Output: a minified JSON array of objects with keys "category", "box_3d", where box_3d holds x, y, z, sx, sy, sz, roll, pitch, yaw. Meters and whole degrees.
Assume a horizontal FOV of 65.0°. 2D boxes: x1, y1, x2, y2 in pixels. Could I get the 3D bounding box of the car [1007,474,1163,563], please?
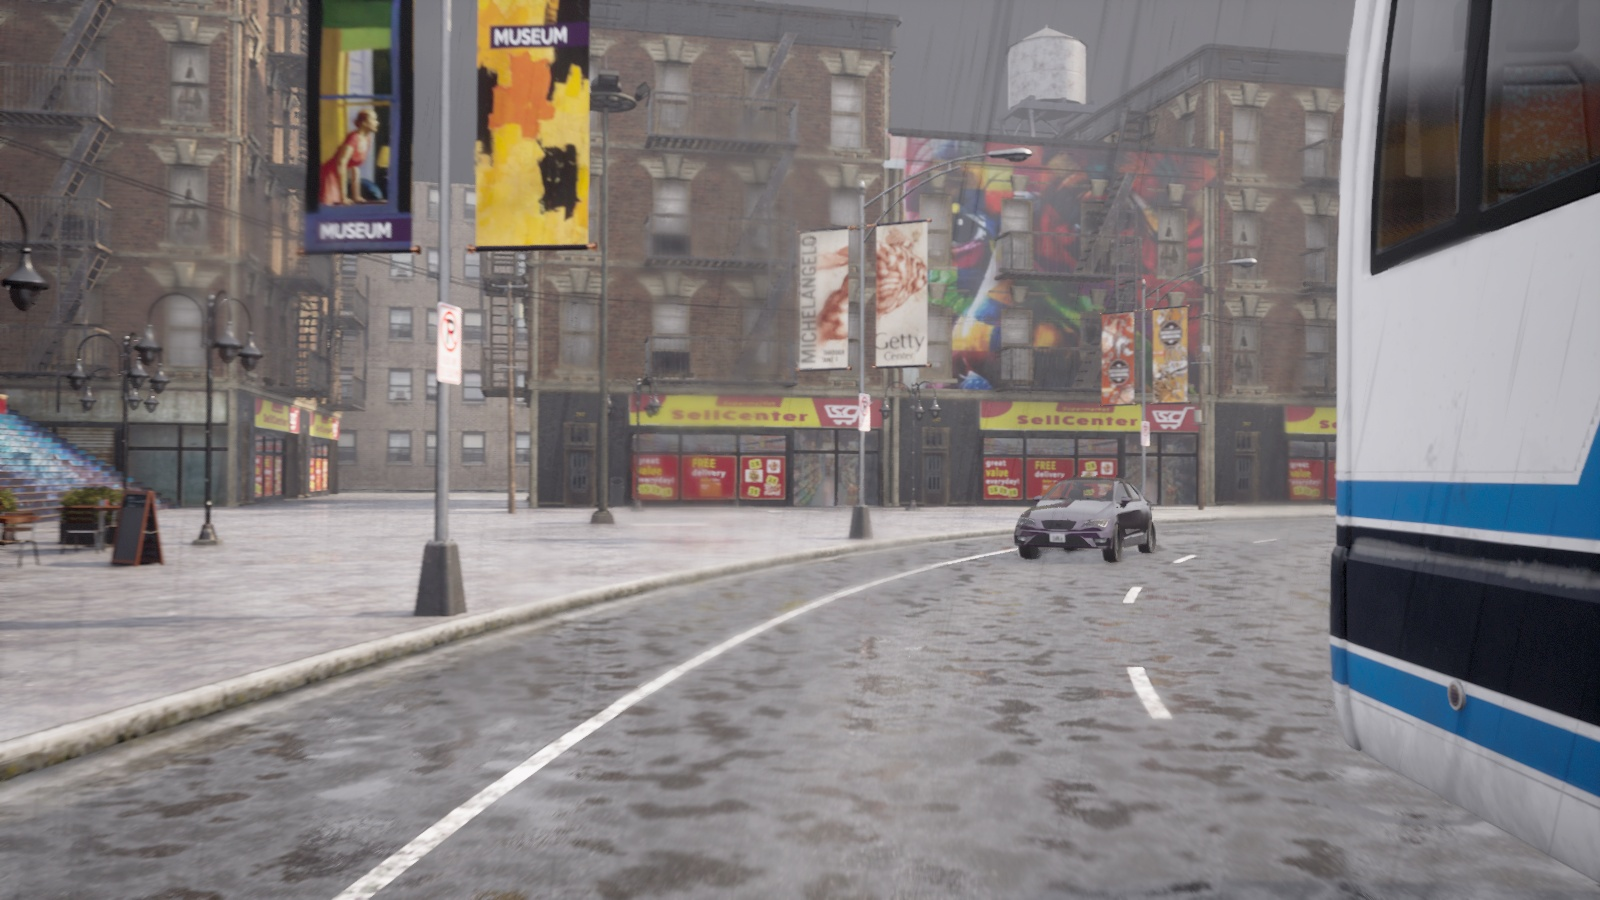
[{"category":"car","box_3d":[5.387,1.202,23.364,1.816,1.474,4.193,-1,-1,28]}]
